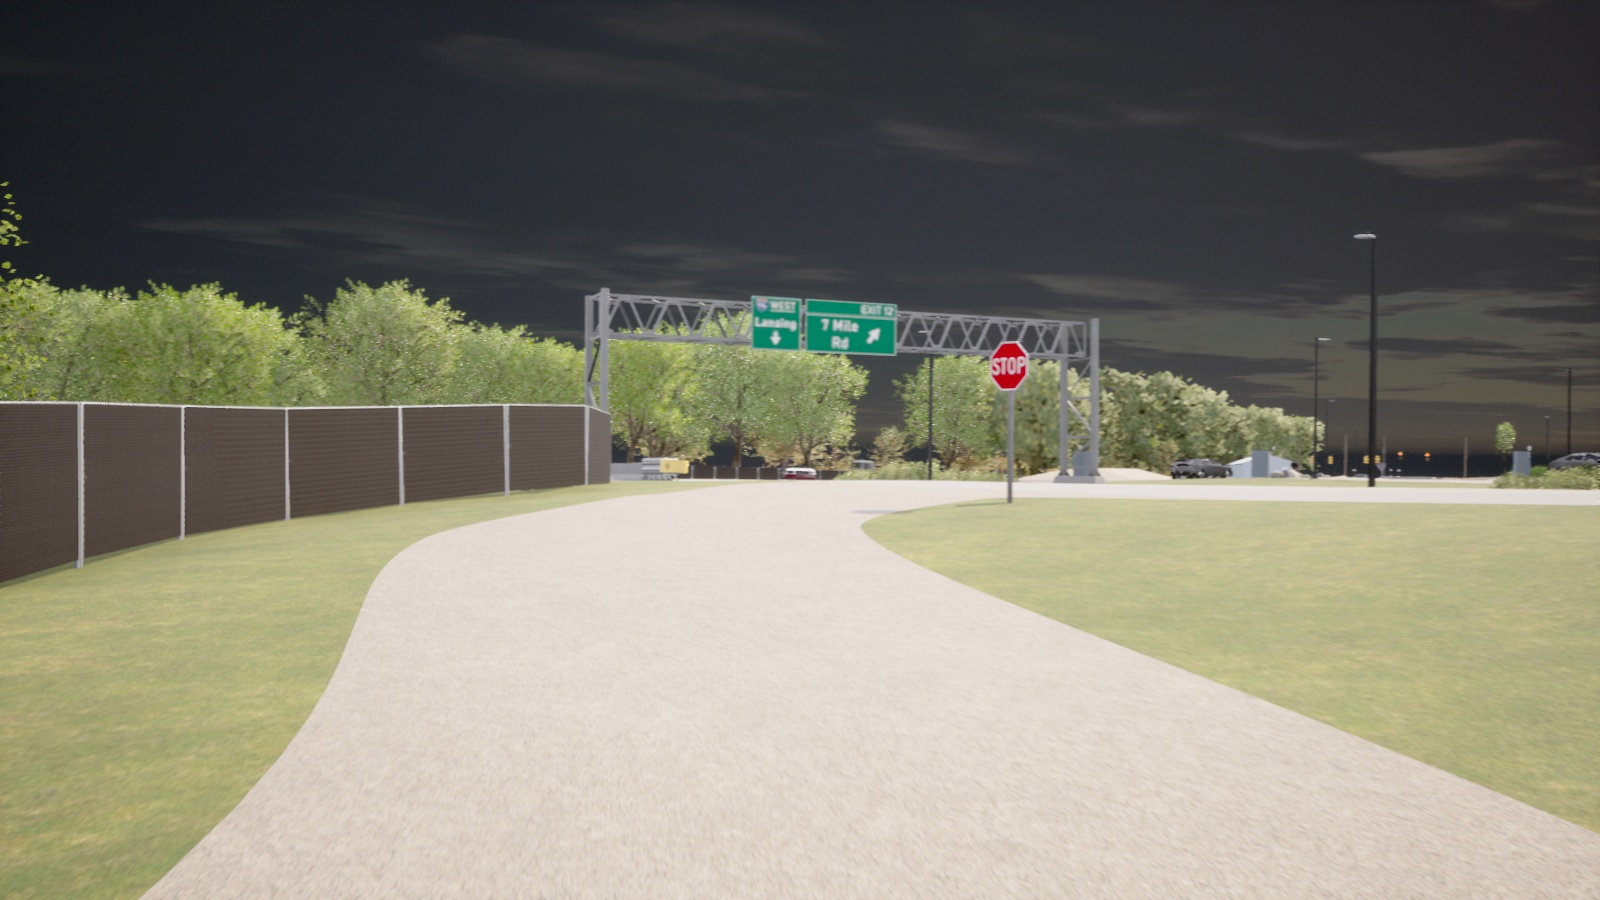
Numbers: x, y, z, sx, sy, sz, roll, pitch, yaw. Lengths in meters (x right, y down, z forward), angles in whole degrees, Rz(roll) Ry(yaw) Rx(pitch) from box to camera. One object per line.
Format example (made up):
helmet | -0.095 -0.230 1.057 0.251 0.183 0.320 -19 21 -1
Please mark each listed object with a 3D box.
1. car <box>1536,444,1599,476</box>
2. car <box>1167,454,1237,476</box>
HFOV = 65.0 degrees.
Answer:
car | 38.963 0.502 61.382 2.128 1.511 4.902 0 -1 -19
car | 29.258 1.080 91.365 4.902 1.511 2.128 0 -2 -32
